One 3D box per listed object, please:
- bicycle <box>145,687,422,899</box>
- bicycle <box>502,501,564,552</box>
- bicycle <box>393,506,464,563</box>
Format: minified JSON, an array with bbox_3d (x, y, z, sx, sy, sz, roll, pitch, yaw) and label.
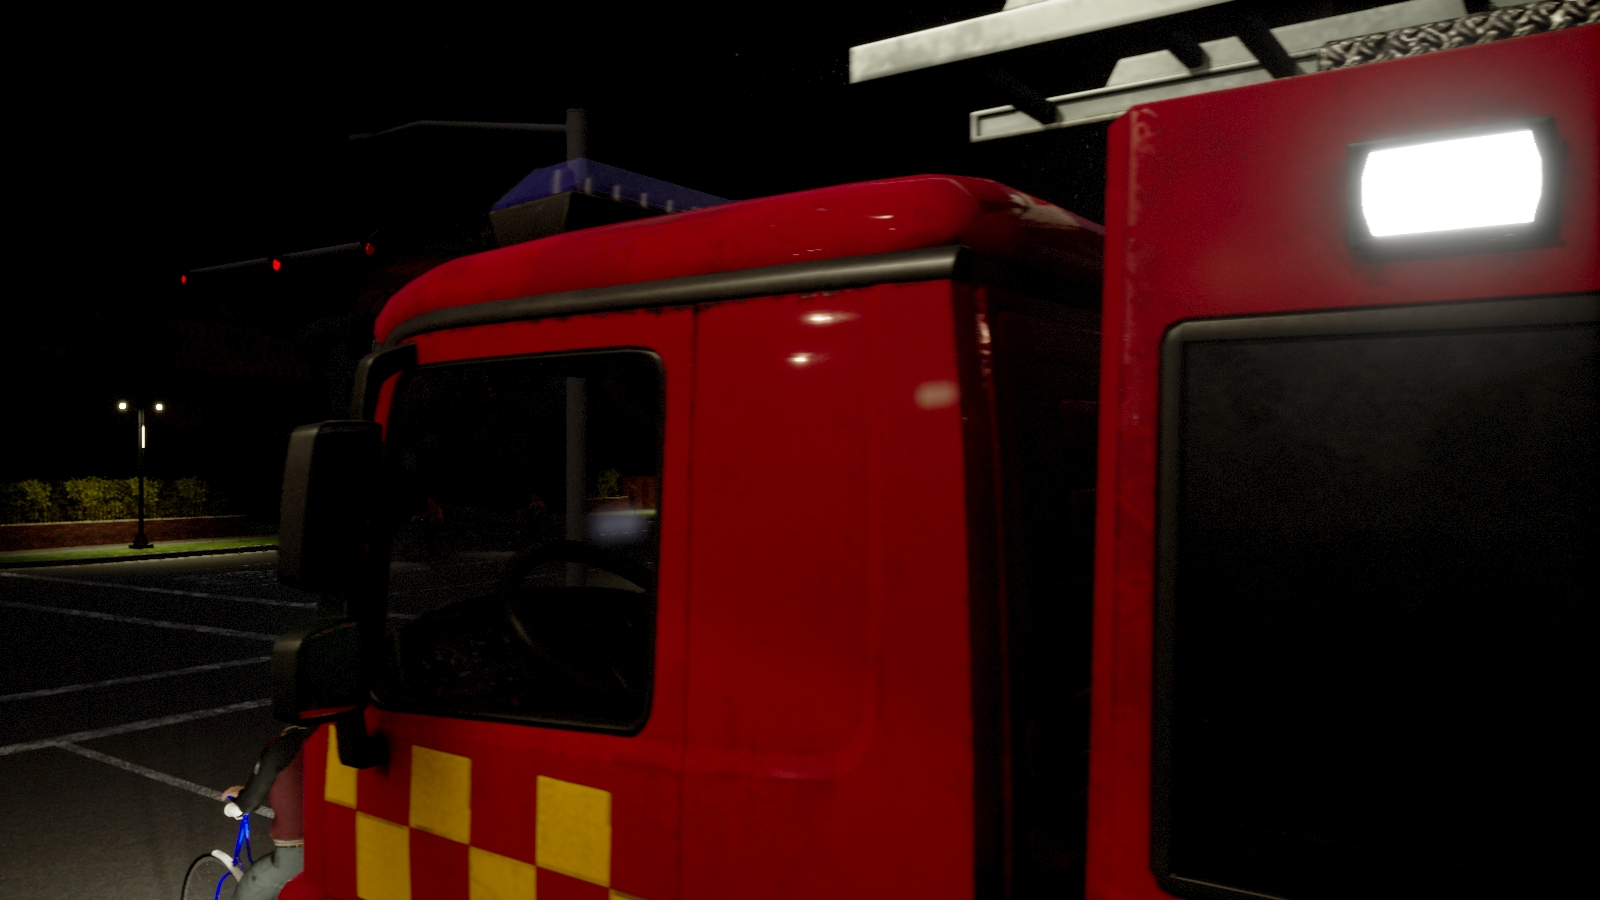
[{"bbox_3d":[-2.557,2.039,5.552,1.835,1.496,0.329,0,0,35],"label":"bicycle"},{"bbox_3d":[-7.412,2.111,31.756,0.859,1.301,1.487,0,0,34],"label":"bicycle"},{"bbox_3d":[-9.341,2.111,28.780,0.859,1.301,1.487,0,0,35],"label":"bicycle"}]
